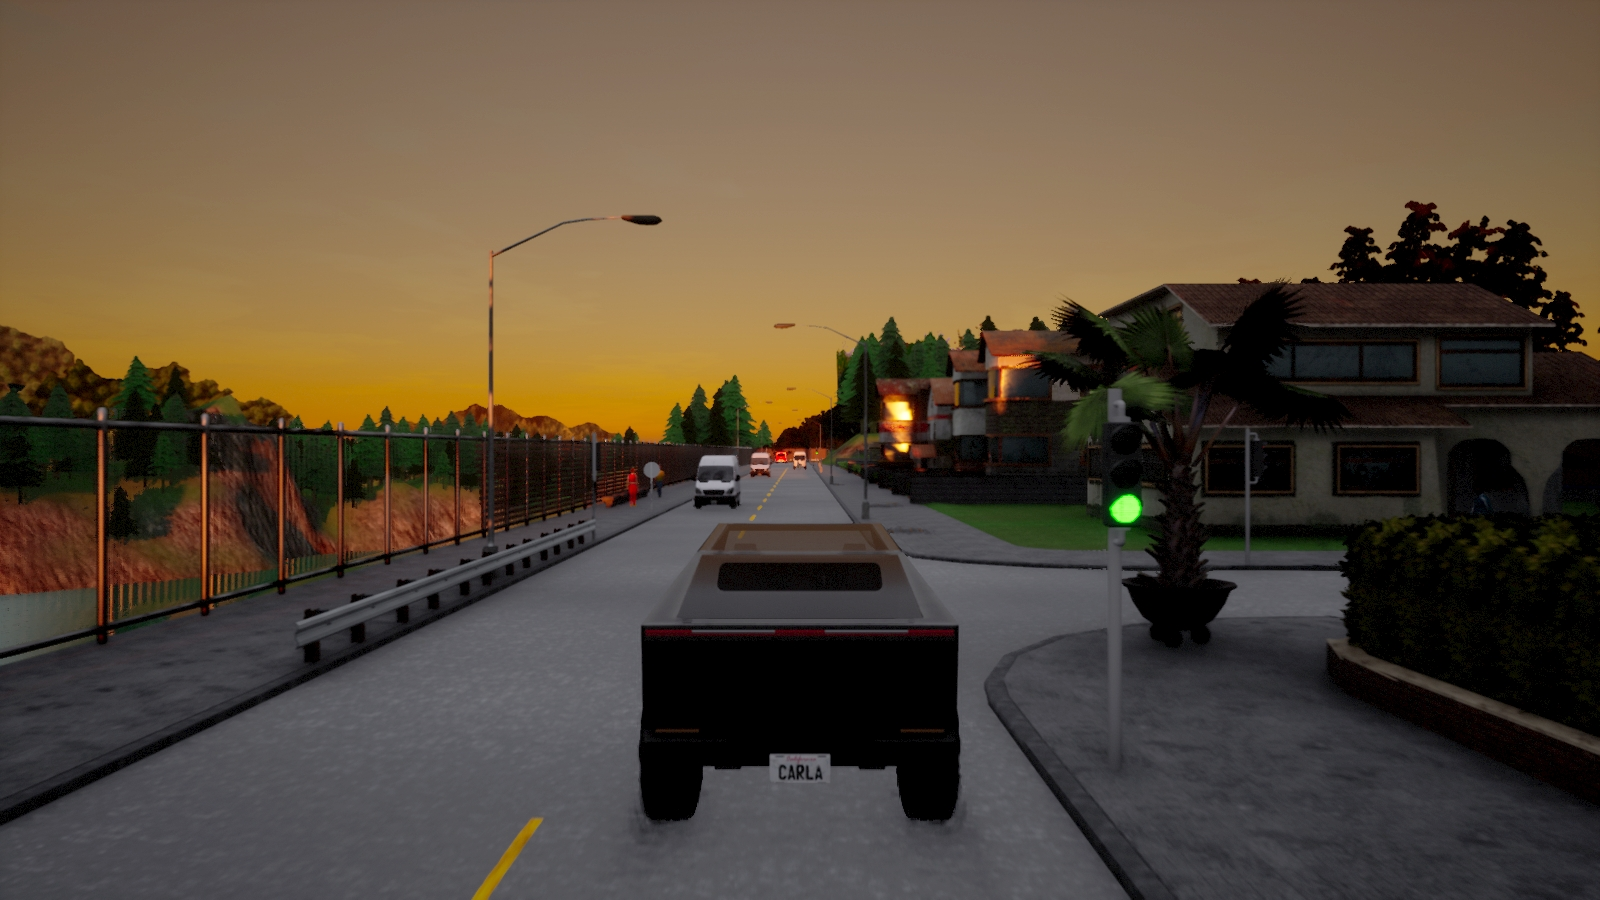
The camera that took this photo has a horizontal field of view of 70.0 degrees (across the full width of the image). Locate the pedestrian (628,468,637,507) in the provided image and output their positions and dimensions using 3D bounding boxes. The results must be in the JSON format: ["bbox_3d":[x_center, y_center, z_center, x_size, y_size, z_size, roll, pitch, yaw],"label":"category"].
[{"bbox_3d":[-7.878,1.759,53.808,0.375,1.860,0.375,0,0,2],"label":"pedestrian"}]

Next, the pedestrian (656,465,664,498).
[{"bbox_3d":[-7.871,1.764,64.122,0.375,1.860,0.375,0,0,7],"label":"pedestrian"}]

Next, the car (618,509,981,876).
[{"bbox_3d":[-0.001,1.757,10.657,2.390,2.098,6.274,0,0,0],"label":"car"}]

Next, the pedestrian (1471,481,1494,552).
[{"bbox_3d":[17.933,1.746,30.028,0.375,1.860,0.375,0,0,0],"label":"pedestrian"}]

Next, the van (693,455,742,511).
[{"bbox_3d":[-4.002,1.549,56.103,1.988,2.561,5.915,0,0,0],"label":"van"}]
